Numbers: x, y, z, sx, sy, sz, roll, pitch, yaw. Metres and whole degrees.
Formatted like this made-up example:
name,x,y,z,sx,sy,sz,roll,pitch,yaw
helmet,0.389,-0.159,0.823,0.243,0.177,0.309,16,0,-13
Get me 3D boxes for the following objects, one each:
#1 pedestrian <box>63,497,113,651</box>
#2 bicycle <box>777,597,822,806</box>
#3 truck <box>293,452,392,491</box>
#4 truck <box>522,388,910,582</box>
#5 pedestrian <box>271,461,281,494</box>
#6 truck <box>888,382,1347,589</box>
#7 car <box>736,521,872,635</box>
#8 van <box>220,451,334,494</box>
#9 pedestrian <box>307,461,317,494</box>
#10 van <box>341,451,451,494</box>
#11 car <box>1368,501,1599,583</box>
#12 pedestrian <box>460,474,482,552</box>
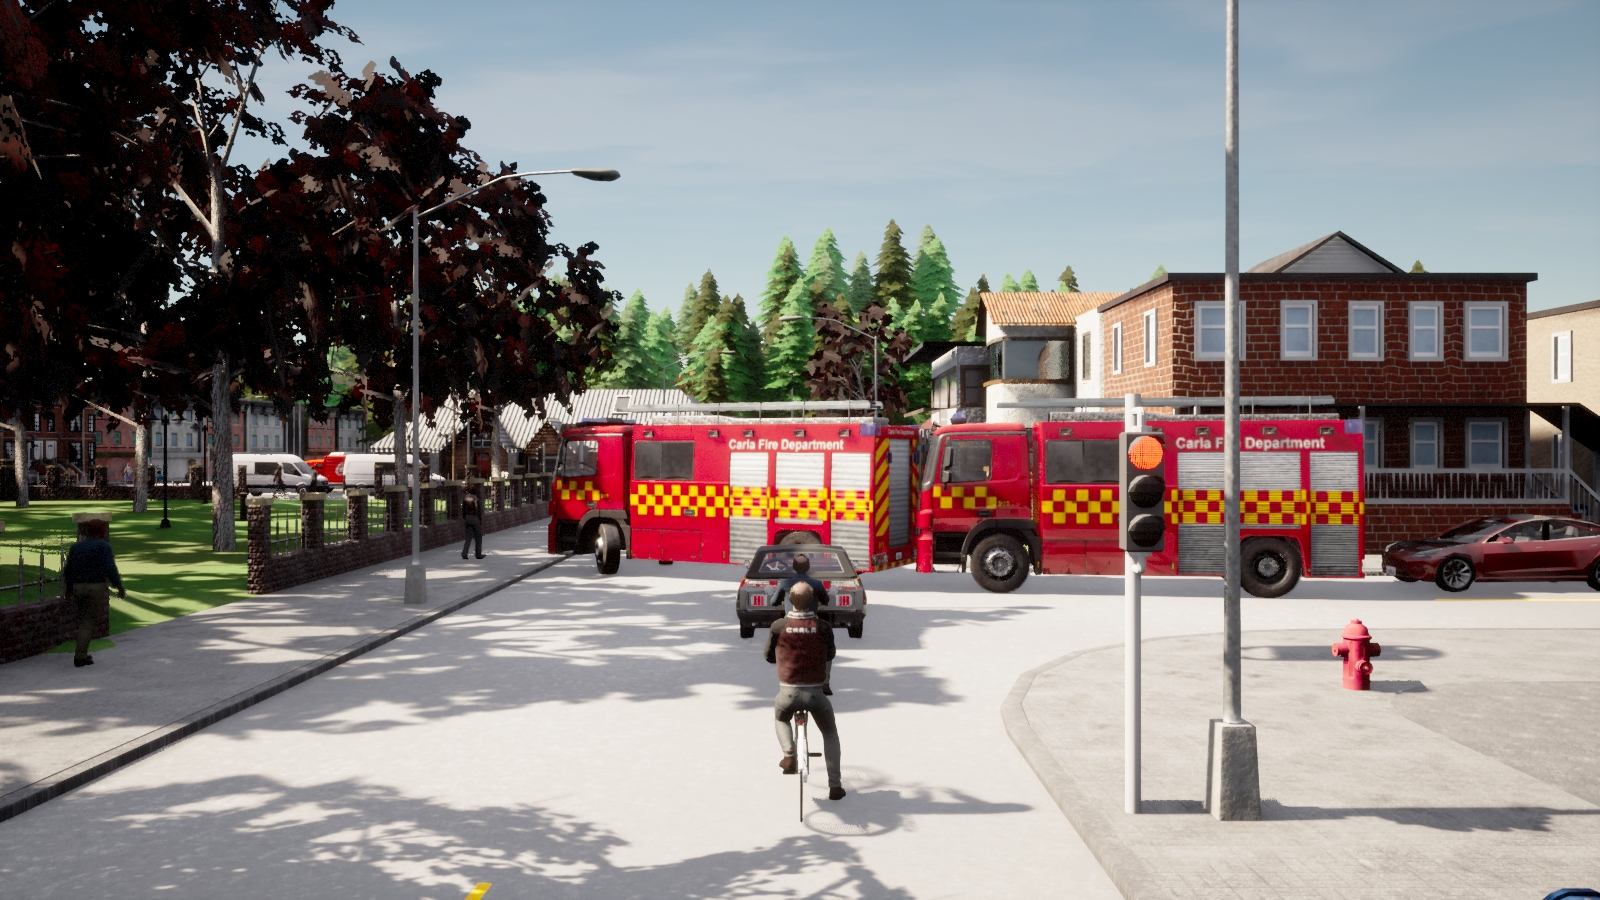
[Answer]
name,x,y,z,sx,sy,sz,roll,pitch,yaw
pedestrian,-8.840,1.525,14.185,0.375,1.860,0.375,0,0,4
bicycle,-0.005,1.940,9.200,0.329,1.271,1.835,0,0,0
truck,-29.092,1.345,72.766,5.204,2.467,2.627,0,0,0
truck,-2.012,0.672,25.772,8.468,3.827,2.891,0,0,28
pedestrian,-29.098,1.523,63.471,0.375,1.860,0.375,0,0,-4
truck,6.145,0.669,23.218,8.468,3.827,2.891,0,0,9
car,0.052,1.935,18.331,1.895,1.301,4.718,0,0,0
van,-31.465,1.314,68.839,5.915,2.561,1.988,0,0,1
pedestrian,-27.084,1.525,63.461,0.375,1.860,0.375,0,0,6
van,-24.299,1.314,68.785,5.915,2.561,1.988,0,0,1
car,14.551,1.843,23.389,4.792,1.488,2.163,0,0,0
pedestrian,-7.960,1.525,27.642,0.375,1.860,0.375,0,0,29
